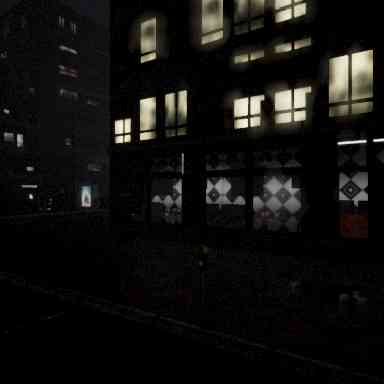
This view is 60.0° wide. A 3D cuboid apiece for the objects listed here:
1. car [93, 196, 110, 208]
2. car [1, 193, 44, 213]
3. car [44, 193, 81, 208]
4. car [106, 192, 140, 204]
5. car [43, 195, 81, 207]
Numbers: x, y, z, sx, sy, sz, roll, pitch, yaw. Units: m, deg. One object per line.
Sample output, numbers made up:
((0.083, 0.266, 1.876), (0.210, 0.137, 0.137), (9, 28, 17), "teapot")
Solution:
((-9.815, 1.072, 38.199), (1.947, 1.339, 4.313), (1, 2, 35), "car")
((-16.164, 1.029, 29.096), (2.192, 1.841, 5.009), (1, 2, 35), "car")
((-15.654, 0.883, 39.974), (2.097, 1.767, 4.553), (0, 1, 35), "car")
((-9.913, 0.847, 48.185), (1.837, 1.490, 4.892), (0, 1, 35), "car")
((-16.722, 1.074, 42.944), (1.802, 1.307, 4.206), (1, 2, 35), "car")
